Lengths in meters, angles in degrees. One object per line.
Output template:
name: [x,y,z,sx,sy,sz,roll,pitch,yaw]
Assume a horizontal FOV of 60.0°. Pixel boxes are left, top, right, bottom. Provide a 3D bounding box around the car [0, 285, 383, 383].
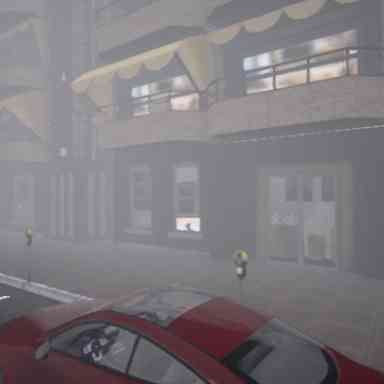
car: [-0.400,1.602,3.162,4.206,1.307,1.802,-1,0,36]
